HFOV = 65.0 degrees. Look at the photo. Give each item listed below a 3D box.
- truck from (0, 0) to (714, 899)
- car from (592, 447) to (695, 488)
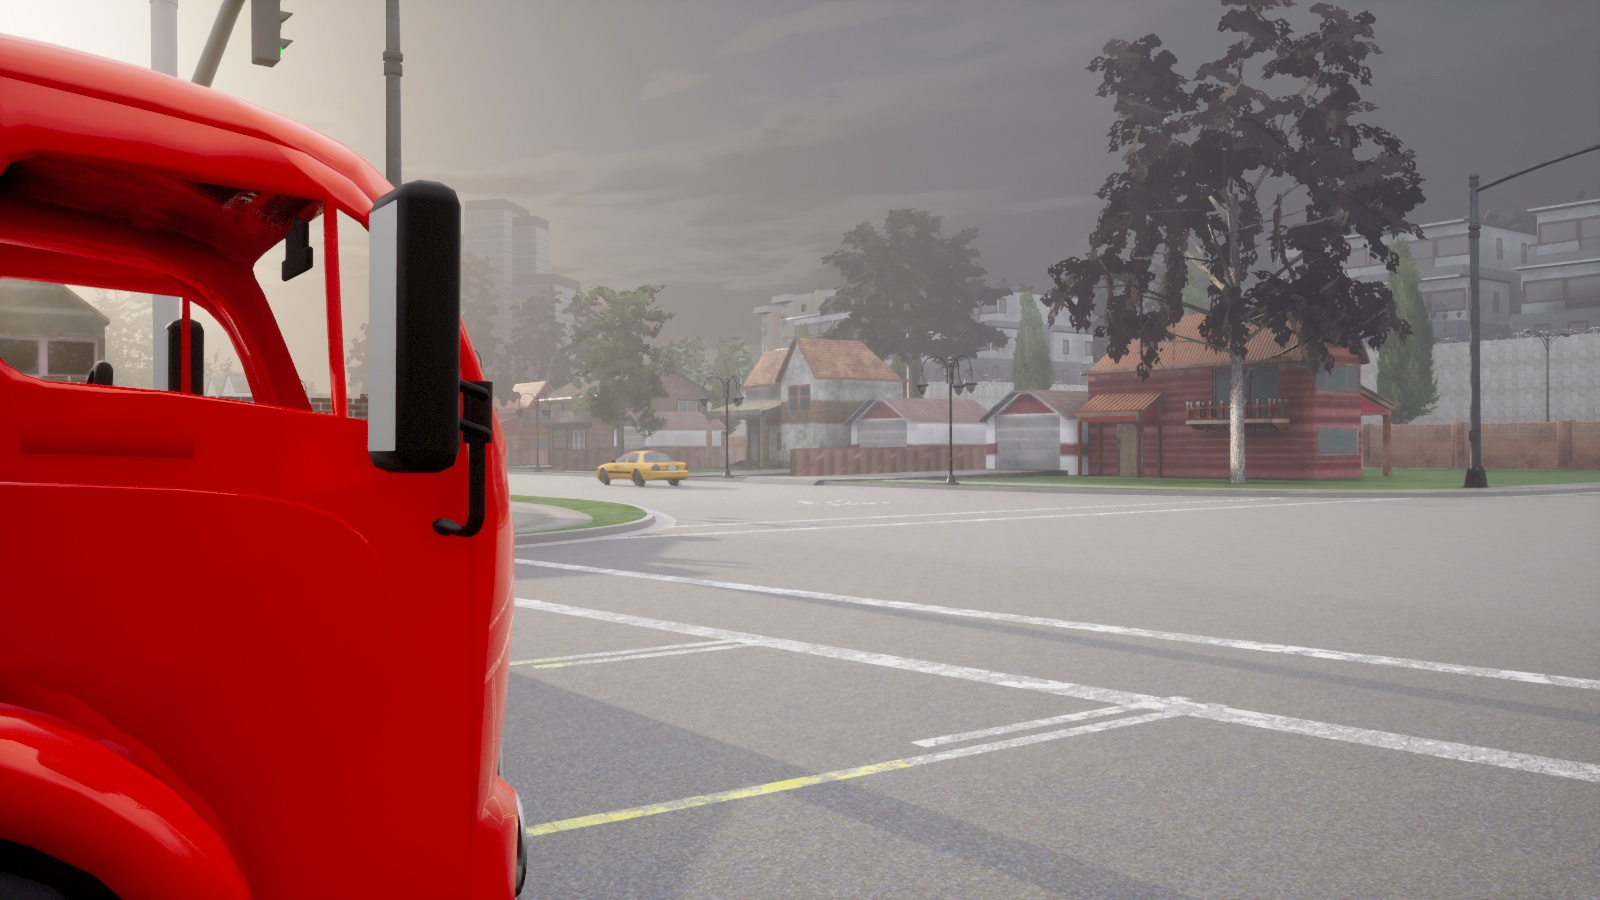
[{"bbox_3d":[-3.027,0.263,1.582,5.204,2.467,2.627,0,0,-34],"label":"truck"},{"bbox_3d":[-6.479,0.699,51.402,1.801,1.575,5.366,-1,0,-36],"label":"car"}]
